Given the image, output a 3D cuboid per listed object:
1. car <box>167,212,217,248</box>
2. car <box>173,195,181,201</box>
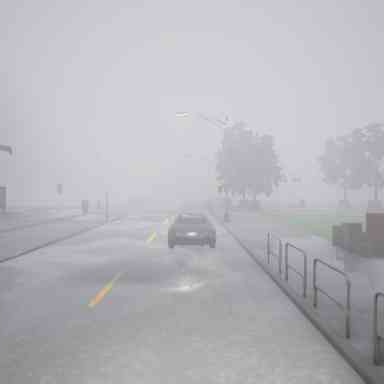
[{"bbox_3d":[0.000,1.569,14.650,1.994,1.385,4.181,0,0,0],"label":"car"},{"bbox_3d":[-4.000,1.544,88.015,1.994,1.385,4.181,0,0,0],"label":"car"}]
